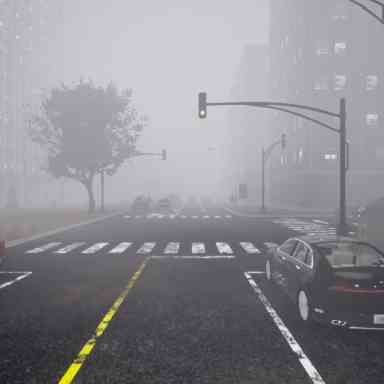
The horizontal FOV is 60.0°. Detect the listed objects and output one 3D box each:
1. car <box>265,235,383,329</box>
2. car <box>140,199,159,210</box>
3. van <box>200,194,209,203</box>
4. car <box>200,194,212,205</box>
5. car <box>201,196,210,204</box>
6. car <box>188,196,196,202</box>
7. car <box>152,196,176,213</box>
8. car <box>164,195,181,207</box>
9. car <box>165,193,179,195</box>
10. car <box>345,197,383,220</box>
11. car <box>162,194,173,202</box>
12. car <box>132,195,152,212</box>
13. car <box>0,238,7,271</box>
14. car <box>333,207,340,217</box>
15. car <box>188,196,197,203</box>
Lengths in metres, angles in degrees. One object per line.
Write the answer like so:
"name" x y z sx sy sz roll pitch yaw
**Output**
"car" 2.688 1.551 6.859 2.008 1.369 4.403 0 0 0
"car" -5.699 1.592 44.769 1.947 1.339 4.313 0 0 0
"van" 2.676 1.402 72.385 1.690 1.788 3.998 0 0 0
"car" 2.679 1.610 61.338 1.947 1.339 4.313 0 0 0
"car" 2.678 1.578 67.031 1.752 1.417 4.829 0 0 0
"car" -0.013 1.668 78.852 1.895 1.301 4.718 0 0 0
"car" -3.105 1.525 37.890 1.837 1.490 4.892 0 0 0
"car" -3.103 1.521 48.097 2.128 1.511 4.902 0 0 0
"car" -3.095 1.263 58.675 2.150 2.045 5.566 0 0 -1
"car" 13.480 1.151 23.667 4.553 1.767 2.097 -1 0 -1
"car" -5.705 1.386 77.905 2.192 1.841 5.009 0 0 0
"car" -5.699 1.336 39.246 2.192 1.841 5.009 0 0 0
"car" -5.692 1.545 6.857 1.887 1.381 4.507 0 0 0
"car" 13.421 1.350 26.267 4.403 1.369 2.008 -1 1 -1
"car" 0.080 1.602 68.174 2.033 1.411 5.357 0 0 0
